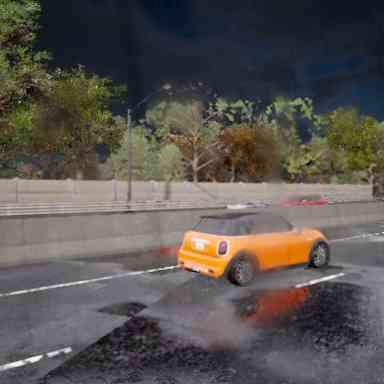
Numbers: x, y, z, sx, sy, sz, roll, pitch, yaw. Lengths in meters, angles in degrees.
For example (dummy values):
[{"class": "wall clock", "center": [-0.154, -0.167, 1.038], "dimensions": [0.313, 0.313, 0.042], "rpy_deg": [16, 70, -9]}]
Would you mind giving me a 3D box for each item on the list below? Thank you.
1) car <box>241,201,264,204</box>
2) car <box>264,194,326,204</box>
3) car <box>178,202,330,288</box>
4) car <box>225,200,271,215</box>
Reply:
[{"class": "car", "center": [6.754, 1.576, 30.594], "dimensions": [4.718, 1.301, 1.895], "rpy_deg": [0, 0, -36]}, {"class": "car", "center": [8.956, 1.183, 27.869], "dimensions": [5.566, 2.045, 2.150], "rpy_deg": [0, 0, -36]}, {"class": "car", "center": [1.914, 1.344, 9.490], "dimensions": [4.553, 1.767, 2.097], "rpy_deg": [0, 0, -36]}, {"class": "car", "center": [5.853, 1.582, 34.268], "dimensions": [4.718, 1.301, 1.895], "rpy_deg": [0, 0, -36]}]
